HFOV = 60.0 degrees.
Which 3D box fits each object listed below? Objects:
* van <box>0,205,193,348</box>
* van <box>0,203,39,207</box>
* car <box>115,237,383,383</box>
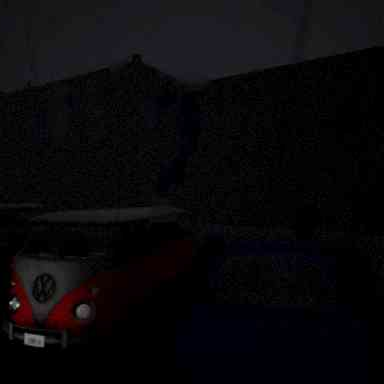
[{"bbox_3d":[-1.356,1.287,6.251,1.878,1.987,4.442,0,-1,15],"label":"van"},{"bbox_3d":[-6.267,1.327,9.741,1.878,1.987,4.442,0,-1,15],"label":"van"},{"bbox_3d":[1.122,1.494,4.618,2.097,1.535,5.008,0,-1,16],"label":"car"}]
